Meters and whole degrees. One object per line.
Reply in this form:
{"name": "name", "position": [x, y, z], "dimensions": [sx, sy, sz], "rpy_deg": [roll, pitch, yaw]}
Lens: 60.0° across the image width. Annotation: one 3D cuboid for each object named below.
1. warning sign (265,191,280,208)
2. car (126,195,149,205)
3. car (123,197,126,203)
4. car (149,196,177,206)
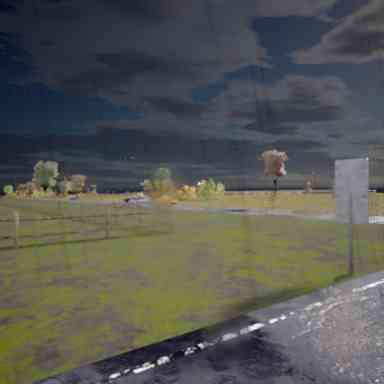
{"name": "warning sign", "position": [9.179, 0.870, 37.743], "dimensions": [1.300, 1.860, 1.060], "rpy_deg": [-1, 0, -36]}
{"name": "car", "position": [-8.134, 1.484, 52.834], "dimensions": [1.895, 1.301, 4.718], "rpy_deg": [-1, 0, -35]}
{"name": "car", "position": [-11.109, 1.363, 61.740], "dimensions": [1.882, 1.535, 5.008], "rpy_deg": [-1, 0, -36]}
{"name": "car", "position": [-4.284, 1.321, 52.311], "dimensions": [1.882, 1.535, 5.008], "rpy_deg": [-1, 0, -35]}
